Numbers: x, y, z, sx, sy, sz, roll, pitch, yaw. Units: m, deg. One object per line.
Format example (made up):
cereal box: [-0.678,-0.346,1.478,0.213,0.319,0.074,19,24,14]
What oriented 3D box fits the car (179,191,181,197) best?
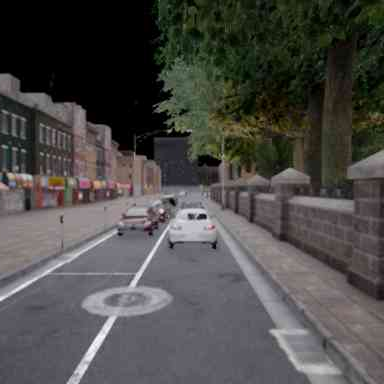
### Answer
car: [-3.014,0.966,49.443,1.837,1.490,4.892,0,1,0]

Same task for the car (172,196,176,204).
car: [-2.635,1.271,28.396,1.802,1.307,4.206,0,1,0]

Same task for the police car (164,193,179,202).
police car: [-3.003,0.960,42.553,1.930,1.638,5.238,0,1,0]

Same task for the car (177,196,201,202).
car: [0.039,1.298,27.598,1.895,1.301,4.718,0,1,1]

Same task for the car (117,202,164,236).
car: [-2.637,1.394,17.046,1.802,1.307,4.206,0,1,0]

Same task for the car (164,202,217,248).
car: [0.050,1.372,13.856,1.812,1.442,4.674,0,1,1]

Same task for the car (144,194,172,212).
car: [-2.636,1.190,22.720,1.967,1.590,4.097,0,1,0]

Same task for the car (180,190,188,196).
car: [-2.628,0.571,89.208,1.752,1.417,4.829,0,1,0]
